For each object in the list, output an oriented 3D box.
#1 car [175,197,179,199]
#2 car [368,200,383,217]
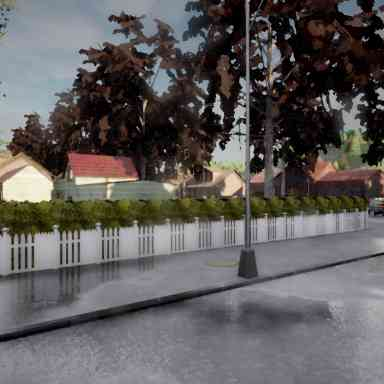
[{"bbox_3d":[-3.301,1.526,57.289,1.812,1.442,4.674,0,0,-35],"label":"car"},{"bbox_3d":[15.626,1.491,30.849,2.128,1.511,4.902,0,0,-36],"label":"car"}]
